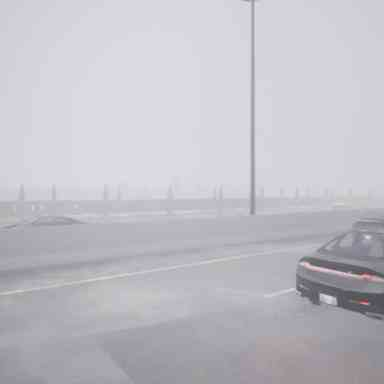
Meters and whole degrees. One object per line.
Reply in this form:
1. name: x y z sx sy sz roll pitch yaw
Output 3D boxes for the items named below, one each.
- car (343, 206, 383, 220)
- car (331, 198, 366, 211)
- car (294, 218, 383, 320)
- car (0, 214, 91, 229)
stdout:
1. car: 8.796 1.505 14.321 4.892 1.490 1.837 0 0 -36
2. car: 18.073 1.479 38.334 5.008 1.535 1.882 0 0 -35
3. car: 4.140 1.492 6.701 4.902 1.511 2.128 0 0 -36
4. car: -5.725 1.564 12.805 4.181 1.385 1.994 0 0 -35
